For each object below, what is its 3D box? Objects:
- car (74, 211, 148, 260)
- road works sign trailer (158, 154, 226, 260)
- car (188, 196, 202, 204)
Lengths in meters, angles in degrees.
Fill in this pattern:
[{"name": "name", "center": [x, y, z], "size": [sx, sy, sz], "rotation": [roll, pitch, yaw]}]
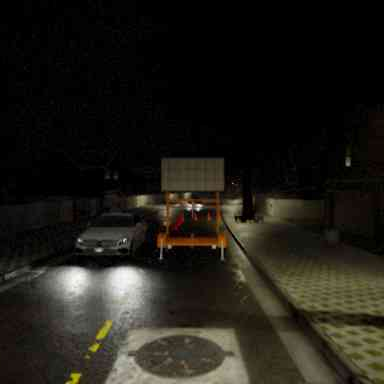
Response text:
[{"name": "car", "center": [-2.768, 1.476, 12.378], "size": [1.812, 1.442, 4.674], "rotation": [0, 0, 1]}, {"name": "road works sign trailer", "center": [0.034, 0.418, 12.228], "size": [2.380, 3.560, 2.880], "rotation": [0, 0, 2]}, {"name": "car", "center": [0.517, 1.363, 55.487], "size": [1.895, 1.301, 4.718], "rotation": [0, 0, 8]}]
